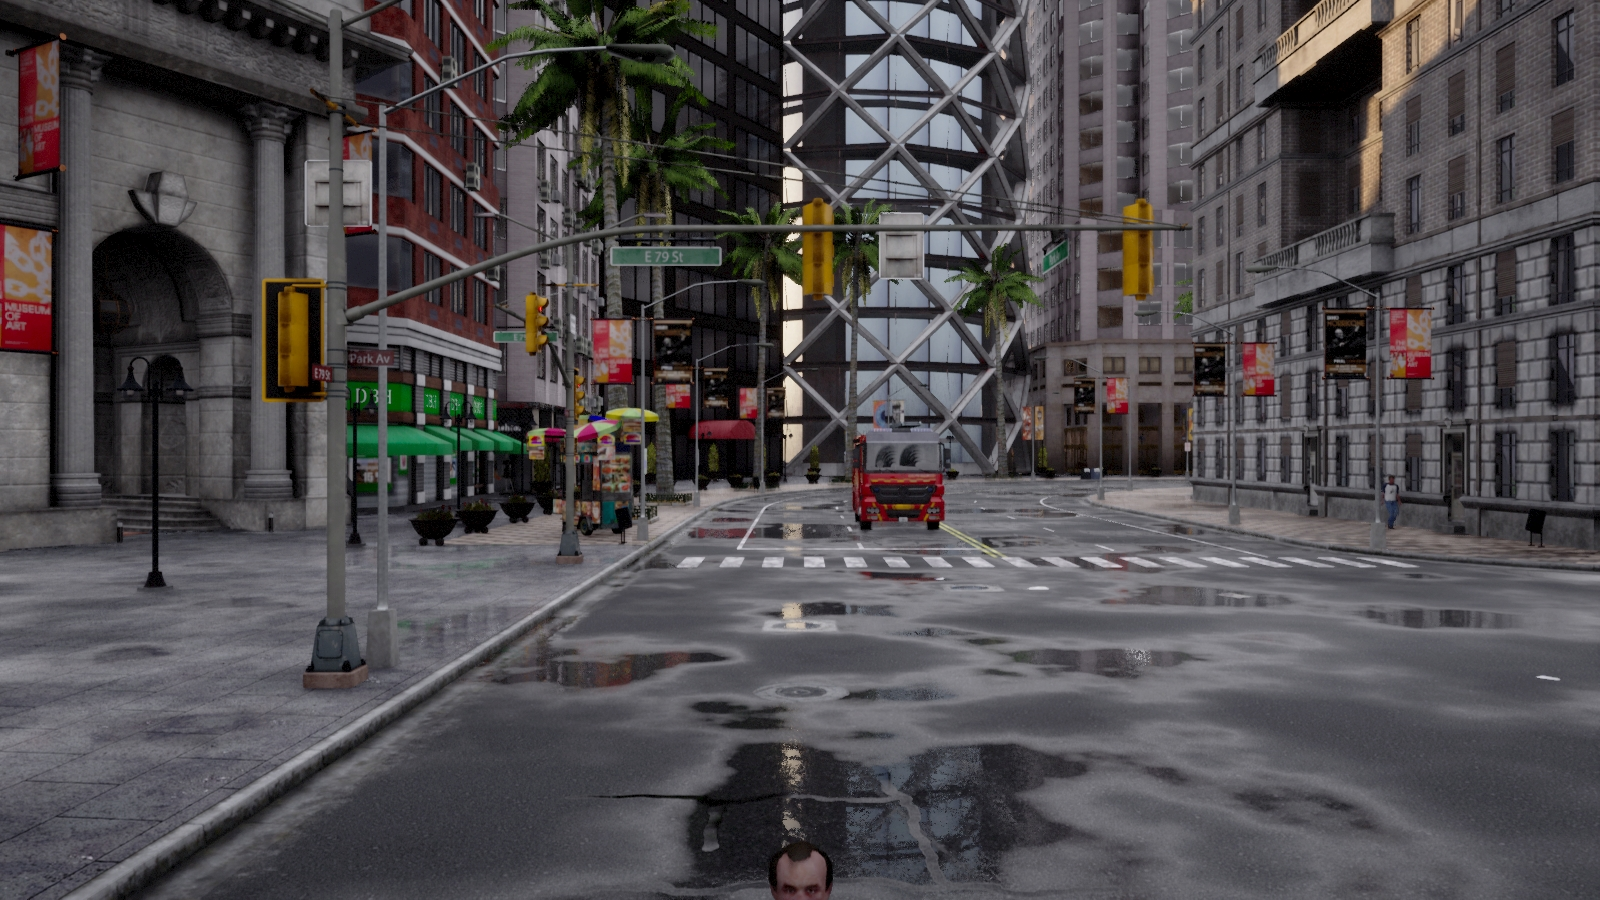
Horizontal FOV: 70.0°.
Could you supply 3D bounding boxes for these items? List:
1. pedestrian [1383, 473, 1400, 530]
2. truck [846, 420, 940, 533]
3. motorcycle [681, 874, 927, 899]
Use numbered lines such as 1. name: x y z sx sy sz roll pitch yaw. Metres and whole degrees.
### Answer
1. pedestrian: 19.561 1.698 37.773 0.375 1.860 0.375 0 0 0
2. truck: 3.287 0.892 42.701 2.891 3.827 8.468 0 0 0
3. motorcycle: 0.014 2.182 3.331 0.856 1.236 1.805 0 -1 0
